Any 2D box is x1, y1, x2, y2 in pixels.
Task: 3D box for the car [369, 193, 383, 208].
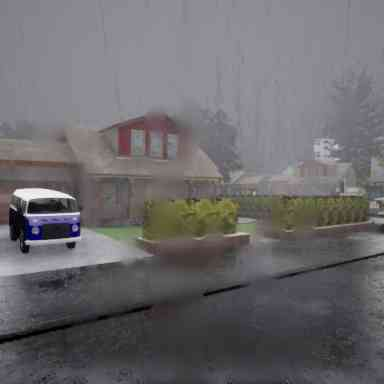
[{"bbox_3d":[23.733,0.986,40.840,3.866,1.878,1.905,0,0,-1],"label":"car"}]
